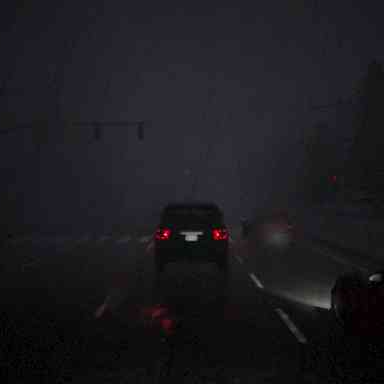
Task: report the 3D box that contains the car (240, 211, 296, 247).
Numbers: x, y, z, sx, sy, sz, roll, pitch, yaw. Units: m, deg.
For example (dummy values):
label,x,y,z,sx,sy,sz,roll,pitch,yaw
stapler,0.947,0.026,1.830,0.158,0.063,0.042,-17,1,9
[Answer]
label,x,y,z,sx,sy,sz,roll,pitch,yaw
car,3.488,1.664,15.883,2.128,1.511,4.902,0,-1,0

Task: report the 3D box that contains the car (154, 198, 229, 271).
label,x,y,z,sx,sy,sz,roll,pitch,yaw
car,-0.012,1.347,11.534,2.150,2.045,5.566,0,-1,0

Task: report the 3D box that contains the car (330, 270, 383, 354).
label,x,y,z,sx,sy,sz,roll,pitch,yaw
car,3.500,1.612,4.391,1.994,1.385,4.181,0,-1,0
